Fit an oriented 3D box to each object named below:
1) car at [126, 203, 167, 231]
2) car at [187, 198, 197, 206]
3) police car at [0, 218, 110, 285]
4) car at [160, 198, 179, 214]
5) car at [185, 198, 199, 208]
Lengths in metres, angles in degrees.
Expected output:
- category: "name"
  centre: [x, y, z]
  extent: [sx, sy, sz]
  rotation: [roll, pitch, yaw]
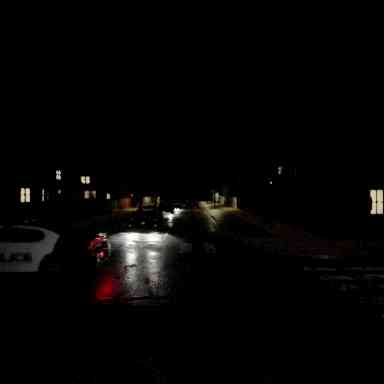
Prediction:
- category: "car"
  centre: [-2.857, 1.614, 20.991]
  extent: [1.994, 1.385, 4.181]
  rotation: [0, 0, -1]
- category: "car"
  centre: [0.004, 1.790, 61.736]
  extent: [1.812, 1.442, 4.674]
  rotation: [0, 0, 0]
- category: "police car"
  centre: [-4.858, 1.527, 8.985]
  extent: [4.974, 1.542, 2.038]
  rotation: [0, -1, -2]
- category: "car"
  centre: [-2.844, 1.656, 36.491]
  extent: [2.033, 1.411, 5.357]
  rotation: [0, 0, 0]
- category: "car"
  centre: [0.003, 1.667, 51.318]
  extent: [1.882, 1.535, 5.008]
  rotation: [0, 0, 0]
